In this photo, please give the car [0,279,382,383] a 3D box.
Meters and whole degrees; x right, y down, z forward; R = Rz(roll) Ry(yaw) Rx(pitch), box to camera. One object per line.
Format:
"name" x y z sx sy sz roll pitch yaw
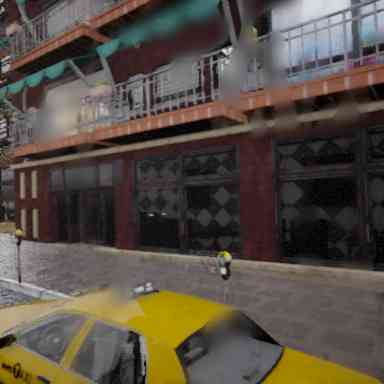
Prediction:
"car" -0.745 1.552 3.277 4.829 1.417 1.752 -1 -2 35
